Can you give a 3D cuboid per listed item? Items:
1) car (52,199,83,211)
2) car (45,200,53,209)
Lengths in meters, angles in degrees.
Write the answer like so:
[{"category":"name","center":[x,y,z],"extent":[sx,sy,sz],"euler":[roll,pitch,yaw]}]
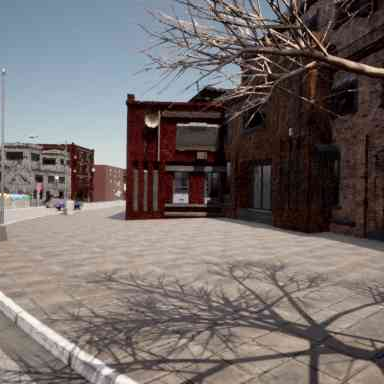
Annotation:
[{"category":"car","center":[-16.275,1.793,44.340],"extent":[1.895,1.301,4.718],"euler":[1,0,3]},{"category":"car","center":[-19.606,1.687,48.525],"extent":[1.812,1.442,4.674],"euler":[1,0,3]}]
